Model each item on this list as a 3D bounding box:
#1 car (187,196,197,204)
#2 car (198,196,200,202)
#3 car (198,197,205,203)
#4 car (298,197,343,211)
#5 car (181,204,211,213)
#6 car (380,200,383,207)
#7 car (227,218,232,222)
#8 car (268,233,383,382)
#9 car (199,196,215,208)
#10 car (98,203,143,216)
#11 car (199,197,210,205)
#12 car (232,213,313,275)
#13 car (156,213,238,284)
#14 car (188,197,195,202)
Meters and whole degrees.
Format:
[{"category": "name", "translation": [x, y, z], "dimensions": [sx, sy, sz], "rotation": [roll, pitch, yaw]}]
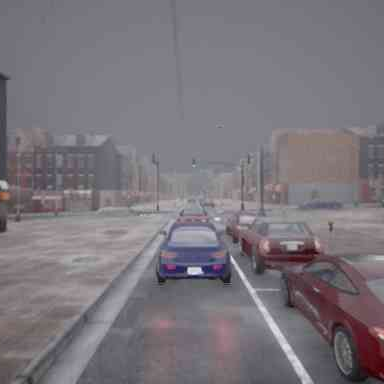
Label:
[{"category": "car", "translation": [-0.032, 2.025, 78.525], "dimensions": [1.837, 1.490, 4.892], "rotation": [0, -1, 0]}, {"category": "car", "translation": [2.605, 1.676, 58.874], "dimensions": [2.192, 1.841, 5.009], "rotation": [-1, 0, 0]}, {"category": "car", "translation": [2.592, 2.182, 91.456], "dimensions": [1.752, 1.417, 4.829], "rotation": [-1, -1, 0]}, {"category": "car", "translation": [14.128, 1.274, 36.643], "dimensions": [4.674, 1.442, 1.812], "rotation": [-2, 0, 2]}, {"category": "car", "translation": [0.092, 1.698, 21.251], "dimensions": [1.895, 1.301, 4.718], "rotation": [0, 0, 0]}, {"category": "car", "translation": [23.357, 1.013, 36.667], "dimensions": [4.892, 1.490, 1.837], "rotation": [-1, 0, 0]}, {"category": "car", "translation": [2.627, 1.652, 16.128], "dimensions": [1.802, 1.307, 4.206], "rotation": [0, 0, 0]}, {"category": "car", "translation": [2.632, 1.603, 5.196], "dimensions": [1.802, 1.307, 4.206], "rotation": [0, 0, 0]}, {"category": "car", "translation": [2.608, 1.757, 53.472], "dimensions": [1.967, 1.590, 4.097], "rotation": [-1, 0, 0]}, {"category": "car", "translation": [-7.935, 1.960, 37.003], "dimensions": [4.718, 1.301, 1.895], "rotation": [-2, 0, 2]}, {"category": "car", "translation": [2.601, 1.893, 69.678], "dimensions": [1.967, 1.590, 4.097], "rotation": [-1, -1, 0]}, {"category": "car", "translation": [2.629, 1.484, 10.662], "dimensions": [1.967, 1.590, 4.097], "rotation": [0, 0, 0]}, {"category": "car", "translation": [0.034, 1.565, 9.582], "dimensions": [1.812, 1.442, 4.674], "rotation": [0, 0, 0]}, {"category": "car", "translation": [-0.036, 1.989, 88.946], "dimensions": [1.812, 1.442, 4.674], "rotation": [0, -1, 0]}]
